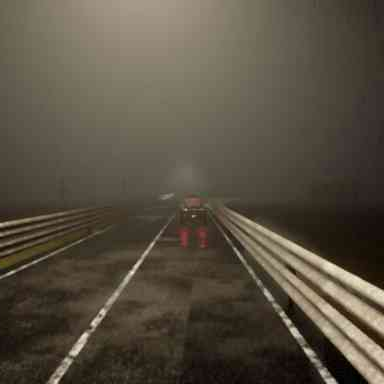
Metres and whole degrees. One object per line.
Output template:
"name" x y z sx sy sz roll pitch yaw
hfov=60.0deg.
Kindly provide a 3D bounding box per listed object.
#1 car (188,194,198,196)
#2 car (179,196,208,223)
"car" 0.103 1.050 41.982 2.097 1.767 4.553 0 0 0
"car" 0.101 1.322 23.747 2.128 1.511 4.902 0 1 0
